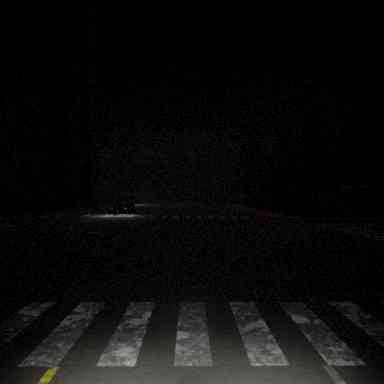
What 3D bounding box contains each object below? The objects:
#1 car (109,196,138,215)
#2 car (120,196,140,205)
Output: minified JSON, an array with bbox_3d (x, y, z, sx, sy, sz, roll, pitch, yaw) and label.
[{"bbox_3d":[-7.140,1.545,34.581,1.812,1.442,4.674,0,1,2],"label":"car"},{"bbox_3d":[-11.592,1.496,61.765,2.128,1.511,4.902,1,0,-30],"label":"car"}]
